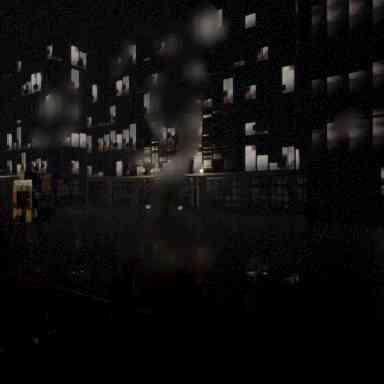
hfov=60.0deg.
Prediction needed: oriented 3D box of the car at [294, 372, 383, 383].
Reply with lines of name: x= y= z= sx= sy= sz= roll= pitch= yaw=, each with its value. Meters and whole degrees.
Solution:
car: x=2.270 y=1.582 z=1.240 sx=4.206 sy=1.307 sz=1.802 roll=0 pitch=0 yaw=36
